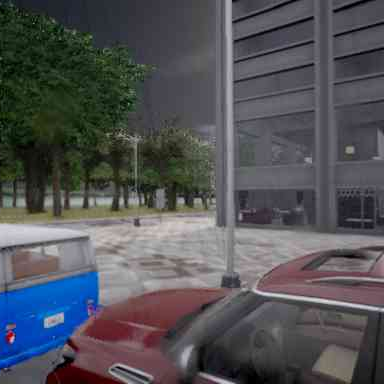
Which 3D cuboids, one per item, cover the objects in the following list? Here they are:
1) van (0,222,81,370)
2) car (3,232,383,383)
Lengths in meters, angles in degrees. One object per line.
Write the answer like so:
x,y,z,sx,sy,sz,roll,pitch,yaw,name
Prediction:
-3.247,1.400,5.276,3.998,1.788,1.690,-1,0,35,van
1.180,1.316,2.120,5.009,1.841,2.192,-1,0,35,car
